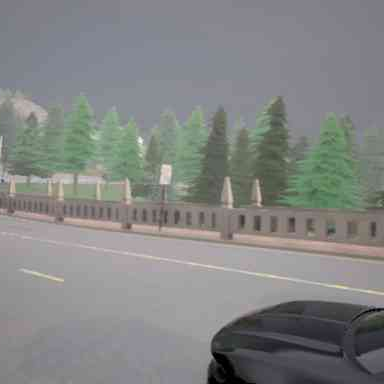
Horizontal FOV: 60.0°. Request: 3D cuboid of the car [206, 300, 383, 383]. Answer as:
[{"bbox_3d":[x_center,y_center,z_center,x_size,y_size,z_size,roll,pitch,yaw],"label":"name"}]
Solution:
[{"bbox_3d":[2.429,1.481,2.259,5.008,1.535,1.882,0,0,36],"label":"car"}]
